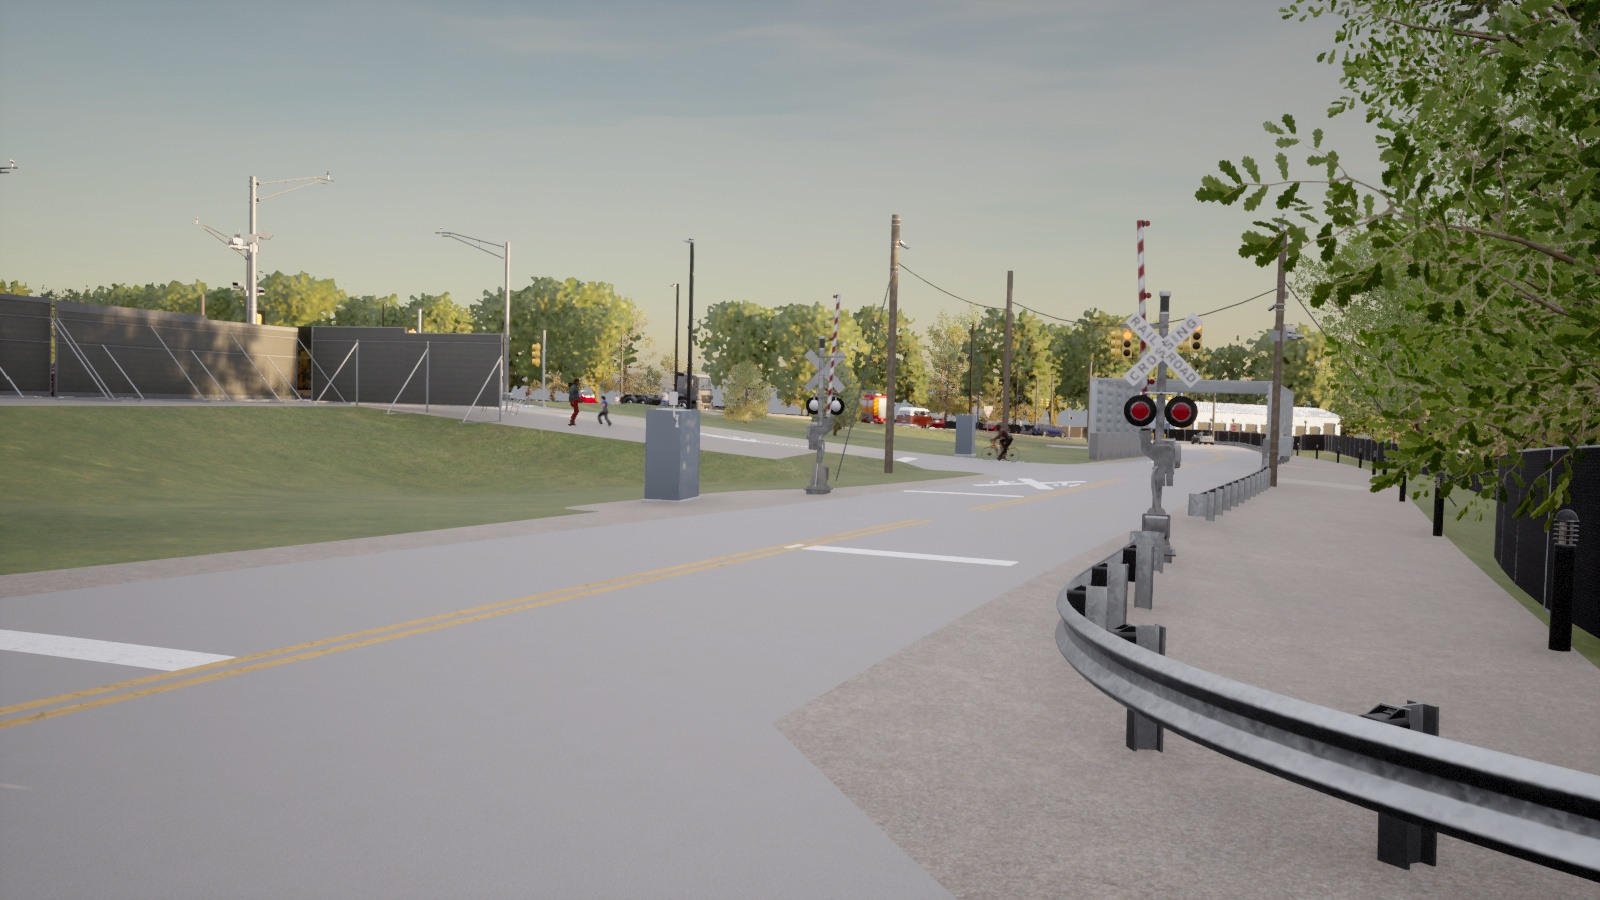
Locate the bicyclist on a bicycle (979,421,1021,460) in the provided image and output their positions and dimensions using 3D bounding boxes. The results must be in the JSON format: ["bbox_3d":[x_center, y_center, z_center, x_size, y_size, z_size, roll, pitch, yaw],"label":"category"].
[{"bbox_3d":[8.536,-0.416,53.716,1.656,1.620,0.582,2,2,3],"label":"bicyclist on a bicycle"}]

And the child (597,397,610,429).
[{"bbox_3d":[-7.780,-1.455,49.649,0.437,1.263,0.270,2,3,29],"label":"child"}]

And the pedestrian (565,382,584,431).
[{"bbox_3d":[-8.643,-1.677,48.171,0.614,1.847,0.353,1,3,13],"label":"pedestrian"}]
